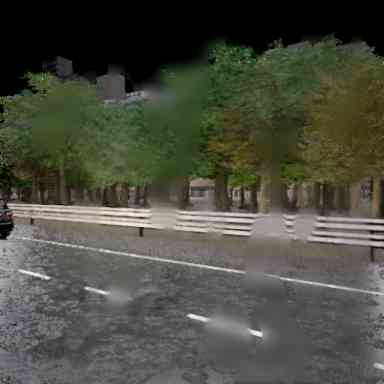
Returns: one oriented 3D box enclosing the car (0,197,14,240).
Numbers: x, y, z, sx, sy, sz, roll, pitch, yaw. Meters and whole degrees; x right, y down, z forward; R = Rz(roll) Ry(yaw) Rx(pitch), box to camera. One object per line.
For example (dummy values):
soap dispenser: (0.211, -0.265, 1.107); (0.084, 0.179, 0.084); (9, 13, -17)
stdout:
car: (-10.668, 1.225, 15.800); (5.566, 2.045, 2.150); (0, 0, 36)
